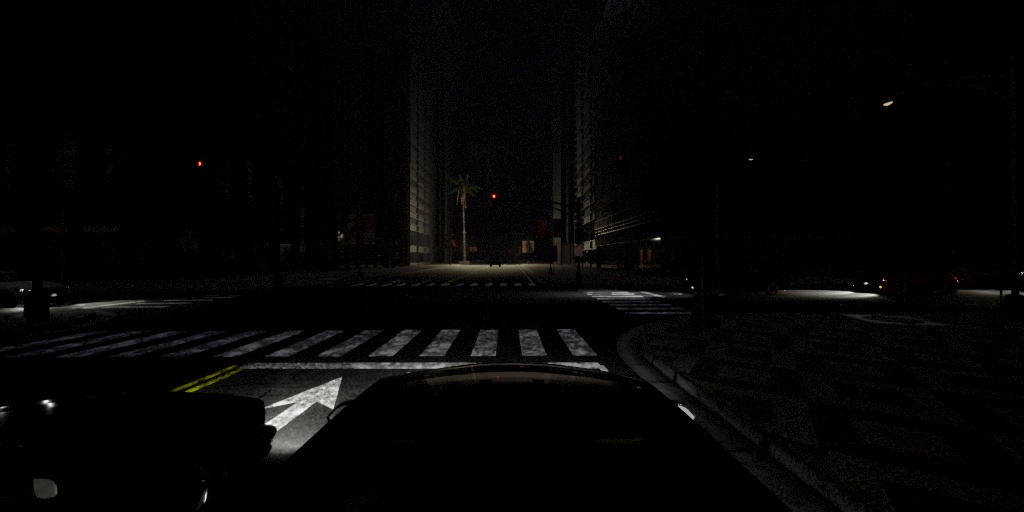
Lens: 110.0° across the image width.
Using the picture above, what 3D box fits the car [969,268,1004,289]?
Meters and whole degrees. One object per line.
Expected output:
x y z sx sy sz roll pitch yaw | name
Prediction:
26.419 1.275 21.753 4.207 1.307 1.802 0 0 -1 | car

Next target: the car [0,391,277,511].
-3.175 1.297 0.738 2.033 1.411 5.357 0 0 4 | car

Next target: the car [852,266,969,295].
20.621 1.253 18.893 4.181 1.385 1.994 0 0 -1 | car

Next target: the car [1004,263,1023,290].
29.967 1.013 19.060 4.553 1.767 2.097 0 0 -1 | car

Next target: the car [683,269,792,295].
11.613 1.321 18.739 4.718 1.301 1.895 0 0 -1 | car

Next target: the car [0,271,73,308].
-21.383 1.354 14.955 4.674 1.442 1.812 0 0 1 | car
